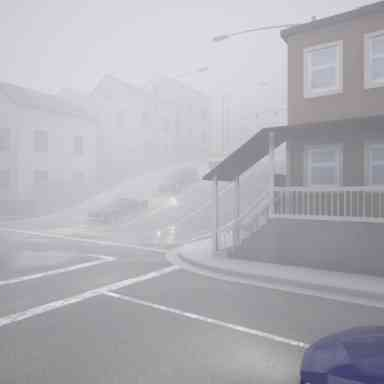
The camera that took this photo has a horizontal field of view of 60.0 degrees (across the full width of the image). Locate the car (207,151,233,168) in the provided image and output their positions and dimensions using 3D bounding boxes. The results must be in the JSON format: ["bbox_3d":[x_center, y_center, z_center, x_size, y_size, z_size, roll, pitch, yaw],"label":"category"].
[{"bbox_3d":[3.515,-3.732,37.090,1.882,1.535,5.008,0,13,35],"label":"car"}]

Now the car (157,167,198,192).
[{"bbox_3d":[-1.275,-1.268,30.157,1.837,1.490,4.892,0,20,34],"label":"car"}]

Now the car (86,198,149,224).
[{"bbox_3d":[-5.361,1.256,24.187,1.895,1.301,4.718,0,12,34],"label":"car"}]

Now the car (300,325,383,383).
[{"bbox_3d":[2.981,1.526,1.838,4.674,1.442,1.812,0,0,36],"label":"car"}]
